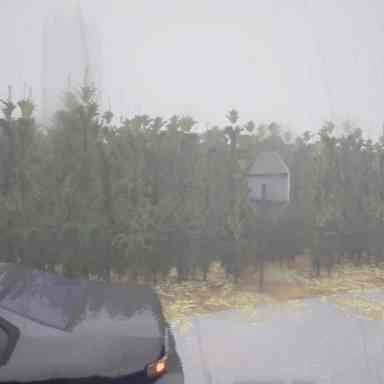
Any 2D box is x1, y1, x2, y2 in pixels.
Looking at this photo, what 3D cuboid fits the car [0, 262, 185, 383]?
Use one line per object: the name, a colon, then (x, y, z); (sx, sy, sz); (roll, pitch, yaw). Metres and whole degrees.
car: (-2.784, 1.387, 2.907); (5.357, 1.411, 2.033); (1, 2, -12)
